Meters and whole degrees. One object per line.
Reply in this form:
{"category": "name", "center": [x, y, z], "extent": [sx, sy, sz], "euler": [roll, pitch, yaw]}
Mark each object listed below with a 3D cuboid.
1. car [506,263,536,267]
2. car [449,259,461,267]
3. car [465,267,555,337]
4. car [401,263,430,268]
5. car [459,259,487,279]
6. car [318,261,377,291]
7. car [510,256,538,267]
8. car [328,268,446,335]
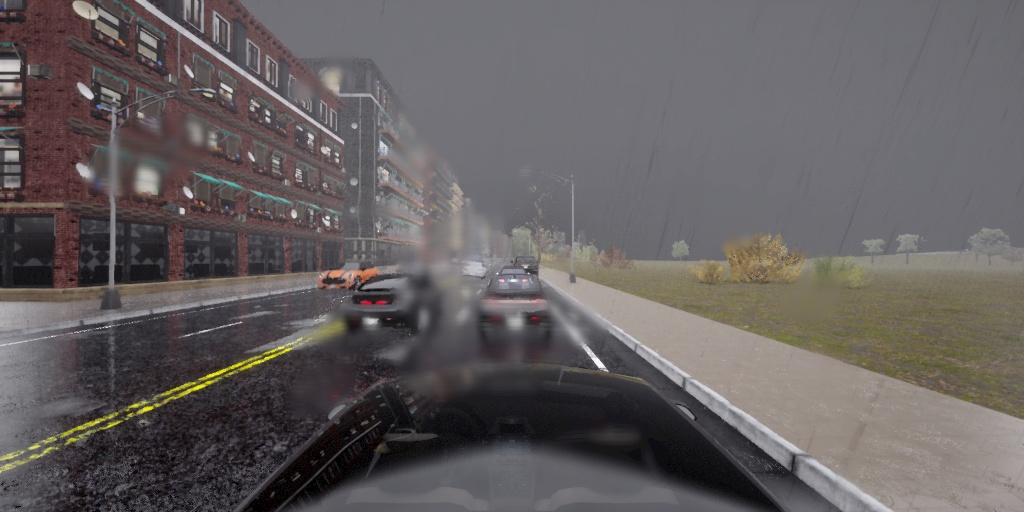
{"category": "car", "center": [0.065, 1.300, 20.721], "extent": [2.033, 1.411, 5.357], "euler": [0, 0, 0]}
{"category": "car", "center": [-9.937, 1.275, 63.778], "extent": [1.812, 1.442, 4.674], "euler": [0, 0, 0]}
{"category": "car", "center": [0.083, 1.243, 10.281], "extent": [2.128, 1.511, 4.902], "euler": [0, 0, 0]}
{"category": "car", "center": [-6.648, 1.244, 24.477], "extent": [2.128, 1.511, 4.902], "euler": [0, 0, 0]}
{"category": "car", "center": [-3.213, 1.278, 31.835], "extent": [1.812, 1.442, 4.674], "euler": [0, 0, 0]}
{"category": "car", "center": [-9.893, 1.104, 22.033], "extent": [2.097, 1.767, 4.553], "euler": [0, 0, 0]}
{"category": "car", "center": [1.077, 0.977, 30.933], "extent": [2.150, 2.045, 5.566], "euler": [0, 0, 0]}
{"category": "car", "center": [-3.169, 1.255, 10.525], "extent": [1.837, 1.490, 4.892], "euler": [0, 0, 0]}
